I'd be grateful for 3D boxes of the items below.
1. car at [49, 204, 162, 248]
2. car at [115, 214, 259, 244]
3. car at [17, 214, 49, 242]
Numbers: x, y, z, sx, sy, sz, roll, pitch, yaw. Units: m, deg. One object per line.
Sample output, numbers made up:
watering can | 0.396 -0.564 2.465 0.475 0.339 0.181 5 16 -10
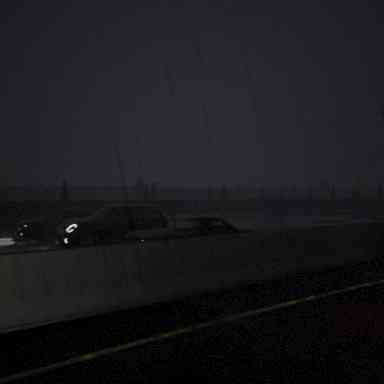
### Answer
car | -3.162 1.302 13.668 4.553 1.767 2.097 0 0 -31
car | 0.003 1.565 11.590 4.718 1.301 1.895 0 0 -31
car | -6.059 1.499 15.986 4.181 1.385 1.994 0 0 -32
